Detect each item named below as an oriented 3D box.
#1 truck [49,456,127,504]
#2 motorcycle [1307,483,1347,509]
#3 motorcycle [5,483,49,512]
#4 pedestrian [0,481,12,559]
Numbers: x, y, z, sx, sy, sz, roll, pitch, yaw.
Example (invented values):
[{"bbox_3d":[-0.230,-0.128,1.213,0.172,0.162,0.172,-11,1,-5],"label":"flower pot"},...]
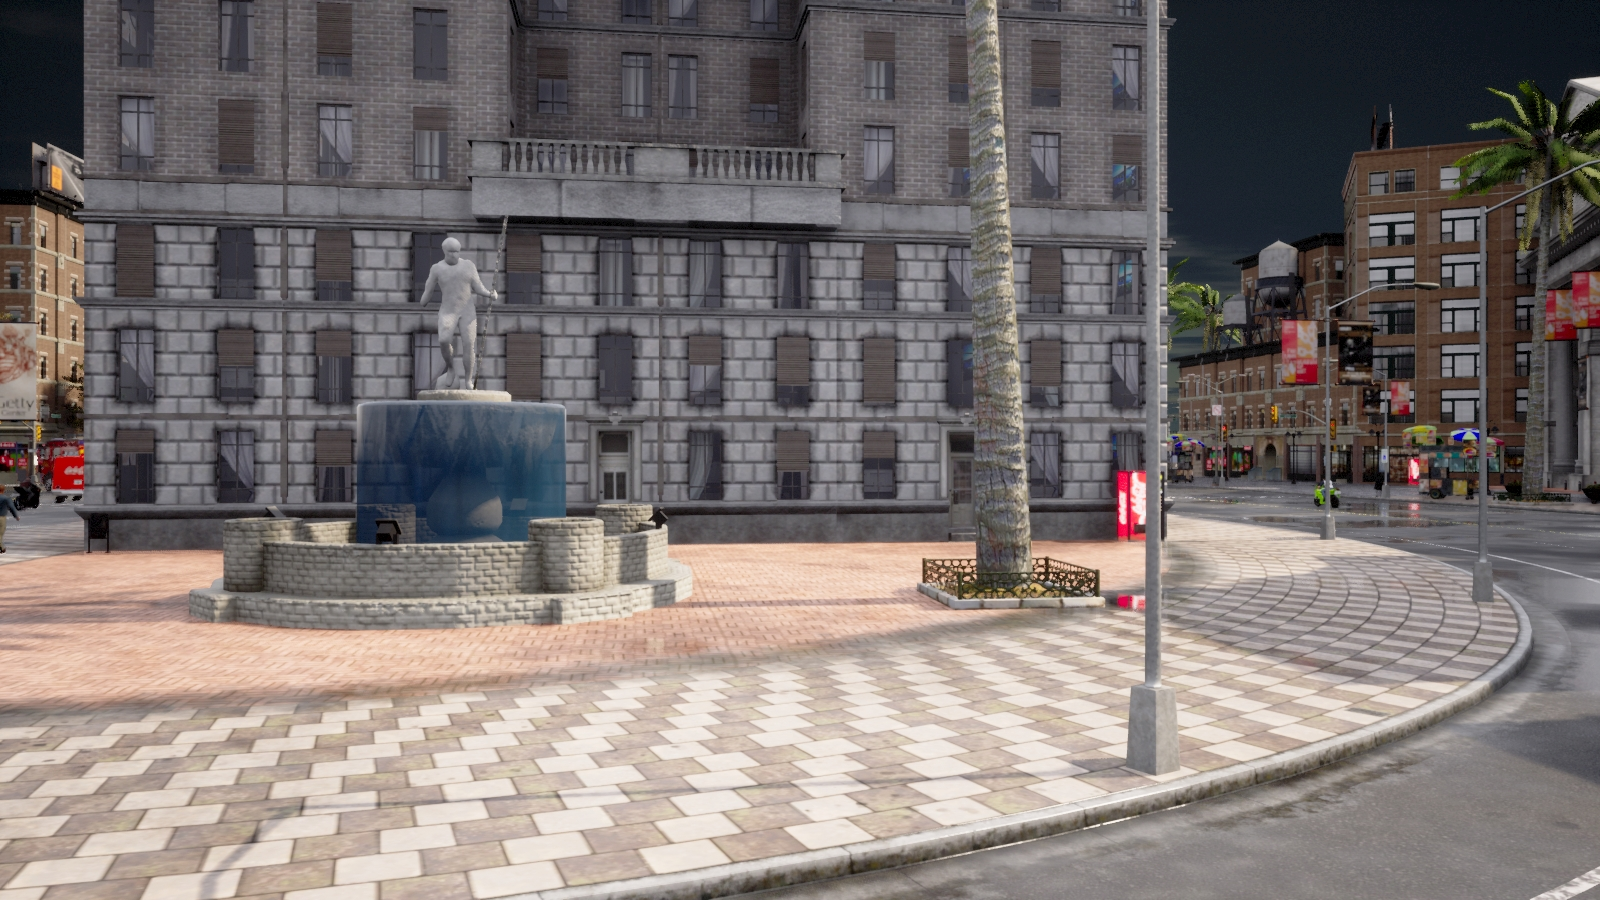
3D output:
[{"bbox_3d":[-38.659,1.567,62.201,2.627,2.467,5.204,0,0,-20],"label":"truck"},{"bbox_3d":[25.547,2.213,55.422,0.803,1.145,2.033,0,0,-7],"label":"motorcycle"},{"bbox_3d":[-36.192,2.205,53.537,0.867,1.251,2.209,0,0,-10],"label":"motorcycle"},{"bbox_3d":[-19.434,1.696,27.753,0.375,1.860,0.375,0,0,-14],"label":"pedestrian"}]
